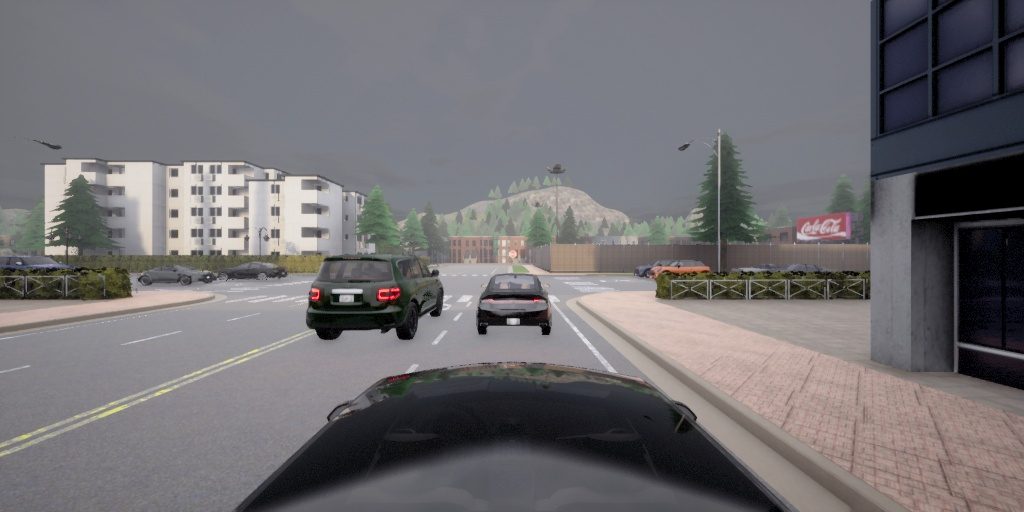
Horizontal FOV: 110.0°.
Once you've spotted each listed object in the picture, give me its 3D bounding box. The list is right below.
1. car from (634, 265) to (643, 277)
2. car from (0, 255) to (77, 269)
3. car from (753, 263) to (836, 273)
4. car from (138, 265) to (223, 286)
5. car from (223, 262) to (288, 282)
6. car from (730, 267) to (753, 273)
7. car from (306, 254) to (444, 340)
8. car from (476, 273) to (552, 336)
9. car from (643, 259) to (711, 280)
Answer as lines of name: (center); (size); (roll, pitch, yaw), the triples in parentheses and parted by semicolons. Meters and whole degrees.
car: (13.386, 1.102, 32.255); (4.553, 1.767, 2.097); (0, 0, 0)
car: (-33.728, 0.972, 25.022); (5.566, 2.045, 2.150); (0, 0, 0)
car: (22.842, 1.297, 28.708); (5.357, 1.411, 2.033); (0, 0, 0)
car: (-23.282, 1.314, 25.077); (4.181, 1.385, 1.994); (0, 0, -2)
car: (-20.846, 1.227, 28.824); (5.008, 1.535, 1.882); (0, 0, 0)
car: (22.376, 1.351, 32.207); (4.718, 1.301, 1.895); (0, 0, 0)
car: (-3.423, 0.972, 10.091); (2.150, 2.045, 5.566); (0, 0, 0)
car: (0.093, 1.242, 10.415); (2.128, 1.511, 4.902); (0, 0, 2)
car: (13.372, 1.102, 28.756); (4.553, 1.767, 2.097); (0, 0, 0)
